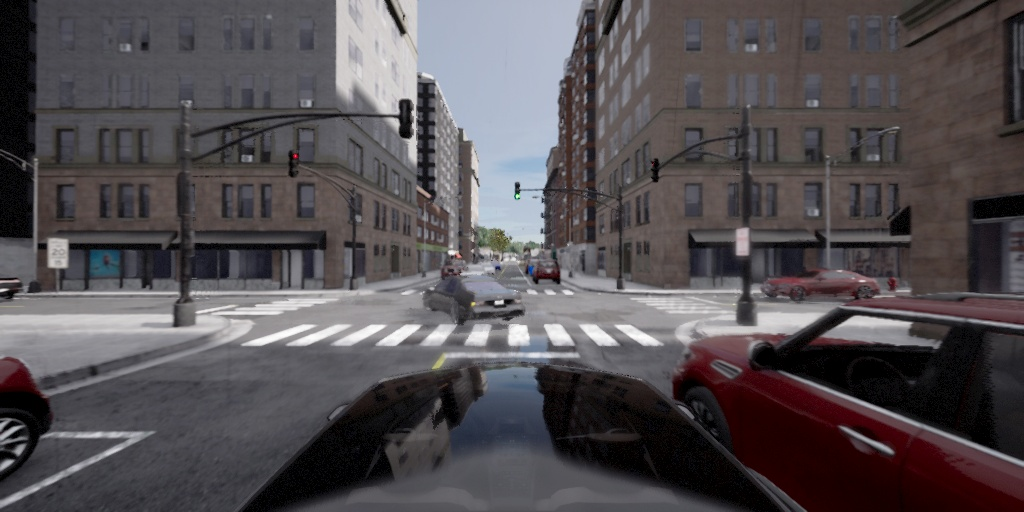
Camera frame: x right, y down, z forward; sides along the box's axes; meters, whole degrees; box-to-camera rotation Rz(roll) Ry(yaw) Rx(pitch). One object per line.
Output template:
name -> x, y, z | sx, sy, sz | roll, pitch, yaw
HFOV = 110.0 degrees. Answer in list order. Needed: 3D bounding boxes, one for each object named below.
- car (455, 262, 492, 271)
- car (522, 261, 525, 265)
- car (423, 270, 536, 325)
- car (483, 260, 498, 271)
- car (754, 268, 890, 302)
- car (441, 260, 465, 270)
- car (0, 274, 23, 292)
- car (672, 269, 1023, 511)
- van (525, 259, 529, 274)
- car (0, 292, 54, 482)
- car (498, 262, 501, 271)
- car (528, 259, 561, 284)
car -> -2.862, 1.437, 27.549 | 1.812, 1.442, 4.674 | 0, 0, 1
car -> 2.694, 1.334, 45.170 | 2.192, 1.841, 5.009 | 0, 0, 0
car -> -1.536, 1.365, 12.255 | 2.033, 1.411, 5.357 | 0, 0, -28
car -> -2.832, 1.512, 39.734 | 1.812, 1.442, 4.674 | 0, 0, 0
car -> 14.247, 1.326, 16.691 | 4.674, 1.442, 1.812 | 0, 0, 2
car -> -5.413, 1.267, 34.163 | 2.192, 1.841, 5.009 | 0, 0, 0
car -> -26.186, 1.417, 16.779 | 4.902, 1.511, 2.128 | 0, 0, 0
car -> 2.638, 1.064, 1.603 | 2.192, 1.841, 5.009 | 0, 0, 0
van -> 2.698, 1.326, 39.666 | 1.690, 1.789, 3.998 | 0, 0, 0
car -> -5.387, 1.189, 1.604 | 1.967, 1.591, 4.097 | 0, 0, 0
car -> -2.783, 1.573, 57.548 | 1.882, 1.535, 5.008 | 0, -1, 1
car -> 2.705, 1.232, 28.659 | 2.192, 1.841, 5.009 | 0, 0, 0
